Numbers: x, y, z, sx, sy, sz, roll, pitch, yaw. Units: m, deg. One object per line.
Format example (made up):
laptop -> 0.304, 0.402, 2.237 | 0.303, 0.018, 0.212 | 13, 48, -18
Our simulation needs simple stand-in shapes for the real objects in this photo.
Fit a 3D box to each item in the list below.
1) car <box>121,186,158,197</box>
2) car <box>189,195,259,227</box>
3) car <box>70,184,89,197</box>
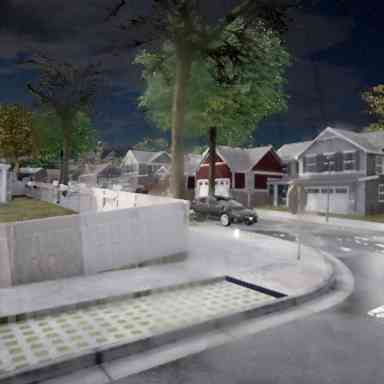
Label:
car -> -4.374, 0.381, 27.124 | 2.097, 1.767, 4.553 | 1, 2, -35
car -> 1.558, 0.974, 18.506 | 1.837, 1.490, 4.892 | 1, 2, -35
car -> -14.520, -0.198, 41.931 | 1.837, 1.490, 4.892 | 1, 1, -34
